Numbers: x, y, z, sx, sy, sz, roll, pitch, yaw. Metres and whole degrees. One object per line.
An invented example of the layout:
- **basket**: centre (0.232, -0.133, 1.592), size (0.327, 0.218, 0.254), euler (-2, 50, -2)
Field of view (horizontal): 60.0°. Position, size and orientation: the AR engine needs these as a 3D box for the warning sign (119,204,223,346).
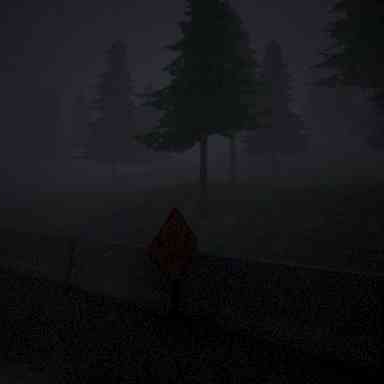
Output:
- **warning sign**: centre (-0.303, 1.150, 5.327), size (1.060, 1.860, 1.300), euler (-1, 0, 36)
